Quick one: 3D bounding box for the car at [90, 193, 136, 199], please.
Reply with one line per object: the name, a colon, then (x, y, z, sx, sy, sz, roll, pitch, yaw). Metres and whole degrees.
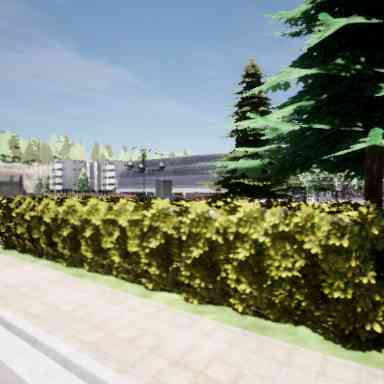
car: (-6.949, 1.269, 28.037, 2.150, 2.045, 5.566, 0, 0, 40)

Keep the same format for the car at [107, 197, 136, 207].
car: (-10.556, 1.470, 50.107, 1.970, 1.475, 3.806, 0, 0, 40)

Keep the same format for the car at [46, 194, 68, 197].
car: (-29.761, 1.265, 75.839, 2.152, 1.636, 5.027, 0, 0, 40)

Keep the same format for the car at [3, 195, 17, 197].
car: (-20.344, 1.380, 33.995, 2.007, 1.523, 4.514, 0, 0, 40)

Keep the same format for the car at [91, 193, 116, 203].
car: (-17.538, 1.206, 65.977, 1.932, 1.855, 4.605, 0, 0, 40)

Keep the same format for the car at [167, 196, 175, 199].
car: (-3.477, 1.477, 53.826, 1.845, 1.501, 3.633, 0, 0, 40)

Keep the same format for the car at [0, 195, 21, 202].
car: (-42.216, 1.394, 76.759, 2.007, 1.523, 4.514, 0, 0, 40)

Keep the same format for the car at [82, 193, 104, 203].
car: (-20.018, 1.185, 67.546, 1.905, 1.878, 3.866, 0, 0, 40)

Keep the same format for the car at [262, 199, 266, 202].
car: (10.103, 1.323, 42.697, 2.150, 2.045, 5.566, 0, 0, 40)

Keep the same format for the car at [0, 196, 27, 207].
car: (-26.813, 1.383, 49.511, 1.845, 1.501, 3.633, 0, 0, 40)
